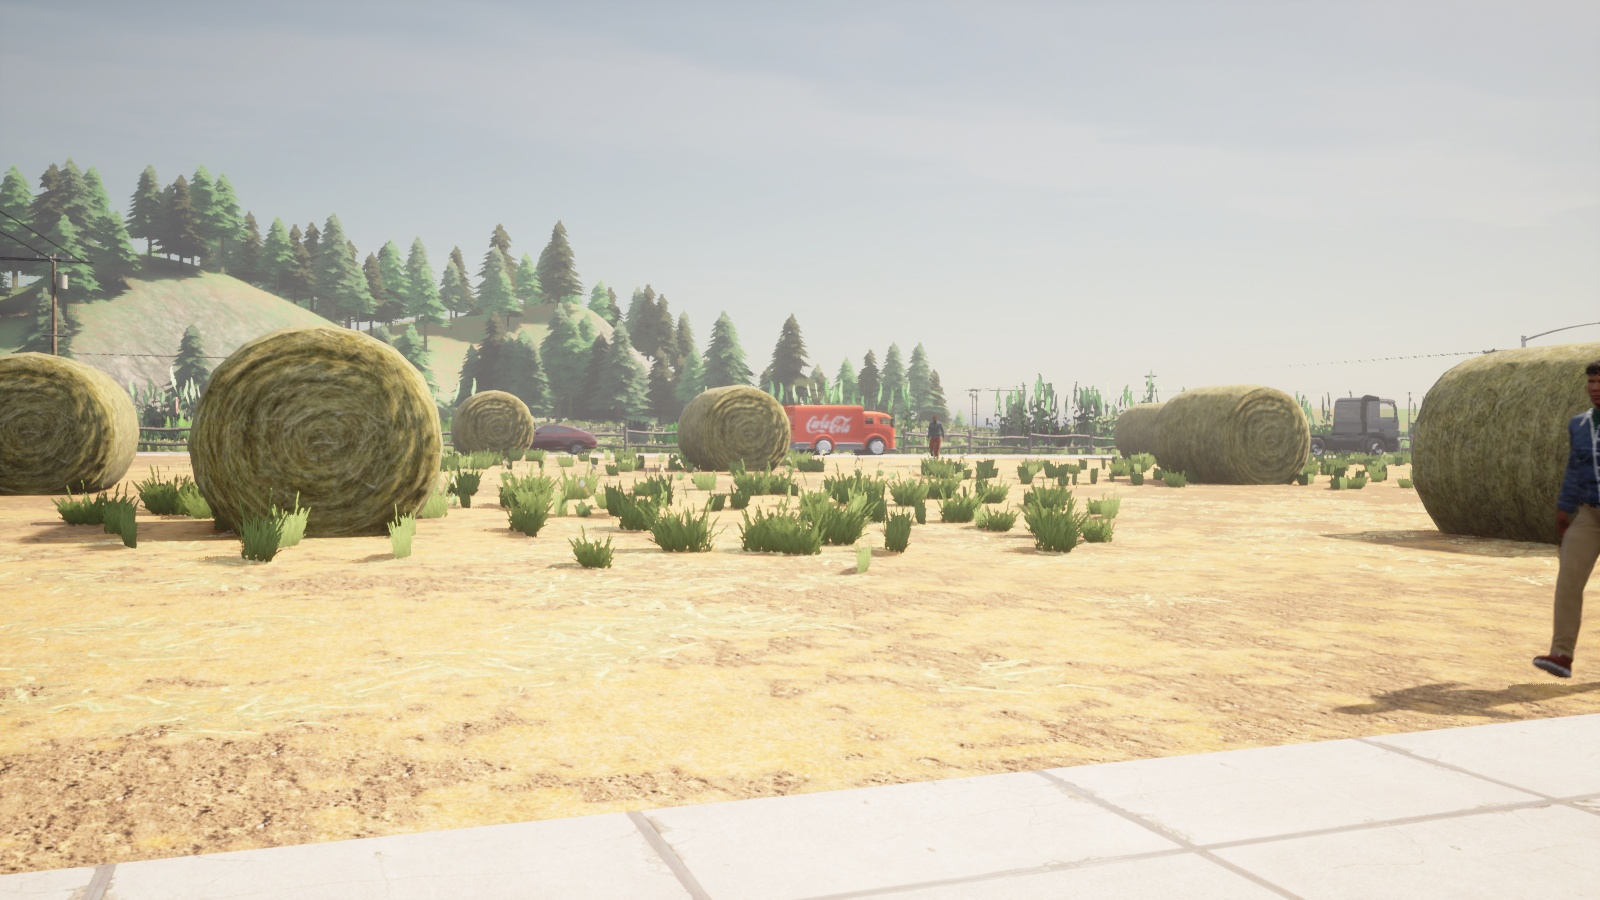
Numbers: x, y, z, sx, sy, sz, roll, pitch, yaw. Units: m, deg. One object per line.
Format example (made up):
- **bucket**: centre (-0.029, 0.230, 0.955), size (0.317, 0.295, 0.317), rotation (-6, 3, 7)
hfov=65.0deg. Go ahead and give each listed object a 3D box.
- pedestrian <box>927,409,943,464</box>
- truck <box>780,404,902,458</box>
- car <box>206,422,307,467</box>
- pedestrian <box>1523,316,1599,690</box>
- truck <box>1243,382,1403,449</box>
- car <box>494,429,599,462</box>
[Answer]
- **pedestrian**: centre (4.585, -0.455, 42.758), size (0.353, 1.847, 0.614), rotation (0, 1, 24)
- **truck**: centre (1.922, -0.908, 59.649), size (5.204, 2.467, 2.627), rotation (-1, 1, -17)
- **car**: centre (-23.926, -0.253, 55.423), size (3.866, 1.878, 1.905), rotation (-1, 1, -17)
- **pedestrian**: centre (4.418, 0.268, 6.906), size (0.788, 1.949, 0.423), rotation (-1, 1, -30)
- **truck**: centre (28.179, -1.855, 67.657), size (7.936, 3.462, 2.891), rotation (-1, 1, -17)
- **car**: centre (-11.946, -0.230, 59.083), size (4.674, 1.442, 1.812), rotation (-1, 1, -17)
